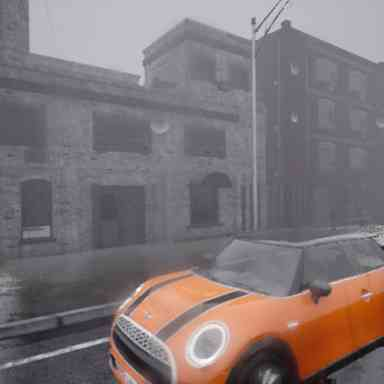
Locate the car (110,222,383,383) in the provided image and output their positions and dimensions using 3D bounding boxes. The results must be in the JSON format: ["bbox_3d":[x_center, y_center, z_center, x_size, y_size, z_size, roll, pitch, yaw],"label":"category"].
[{"bbox_3d":[1.206,1.375,4.732,4.553,1.767,2.097,0,0,-36],"label":"car"}]
